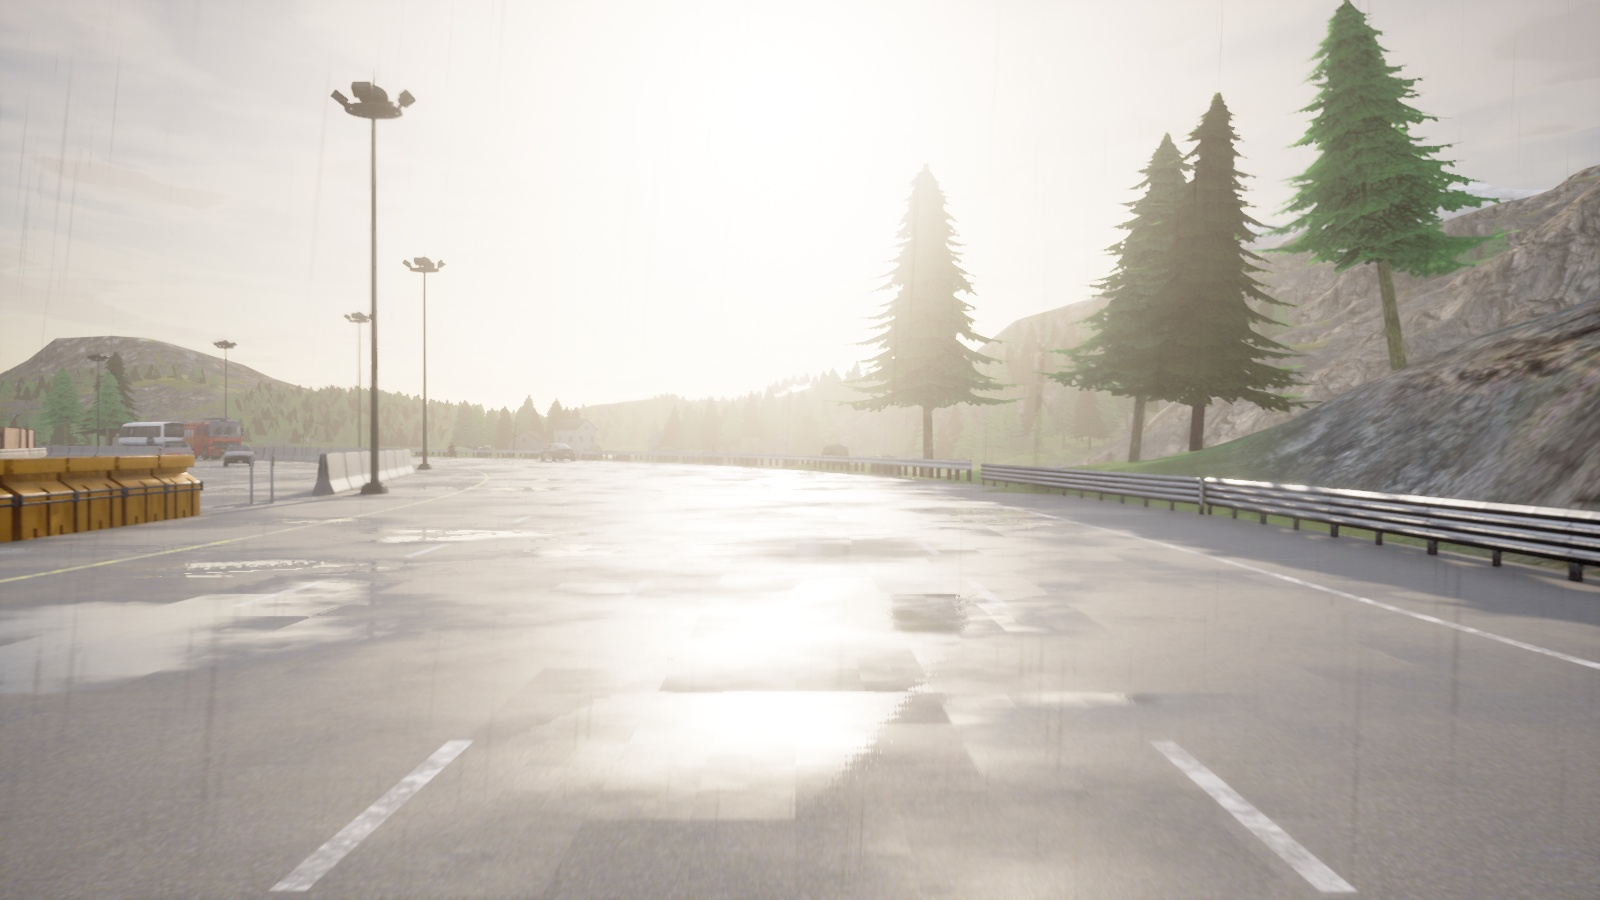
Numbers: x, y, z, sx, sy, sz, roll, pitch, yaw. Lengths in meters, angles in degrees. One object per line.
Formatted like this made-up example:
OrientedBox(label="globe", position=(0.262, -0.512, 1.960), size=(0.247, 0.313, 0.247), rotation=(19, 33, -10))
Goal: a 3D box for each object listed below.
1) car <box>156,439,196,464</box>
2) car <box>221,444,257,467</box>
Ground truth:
OrientedBox(label="car", position=(-42.517, 0.074, 85.503), size=(2.242, 1.667, 4.611), rotation=(0, 0, -29))
OrientedBox(label="car", position=(-36.011, 0.311, 80.554), size=(2.033, 1.411, 5.357), rotation=(0, 0, -25))
